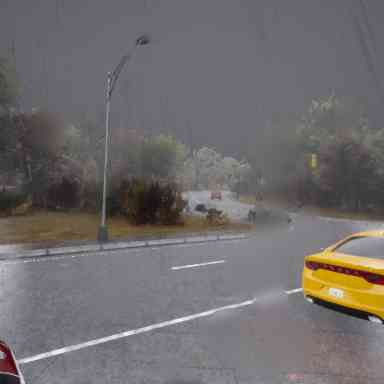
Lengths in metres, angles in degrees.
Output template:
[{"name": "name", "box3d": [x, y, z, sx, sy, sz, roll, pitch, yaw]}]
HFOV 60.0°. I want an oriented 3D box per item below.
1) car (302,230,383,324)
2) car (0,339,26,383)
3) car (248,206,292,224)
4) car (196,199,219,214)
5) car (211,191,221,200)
[{"name": "car", "box3d": [4.400, 1.543, 6.895, 5.008, 1.535, 1.882, 1, -1, -35]}, {"name": "car", "box3d": [-3.190, 1.353, 1.475, 4.553, 1.767, 2.097, 0, 0, -35]}, {"name": "car", "box3d": [7.013, 2.064, 30.391, 1.837, 1.490, 4.892, 3, -1, -25]}, {"name": "car", "box3d": [1.949, 2.009, 42.692, 1.994, 1.385, 4.181, 2, 1, -19]}, {"name": "car", "box3d": [5.740, 0.746, 79.003, 2.150, 2.045, 5.566, 2, 2, -1]}]
